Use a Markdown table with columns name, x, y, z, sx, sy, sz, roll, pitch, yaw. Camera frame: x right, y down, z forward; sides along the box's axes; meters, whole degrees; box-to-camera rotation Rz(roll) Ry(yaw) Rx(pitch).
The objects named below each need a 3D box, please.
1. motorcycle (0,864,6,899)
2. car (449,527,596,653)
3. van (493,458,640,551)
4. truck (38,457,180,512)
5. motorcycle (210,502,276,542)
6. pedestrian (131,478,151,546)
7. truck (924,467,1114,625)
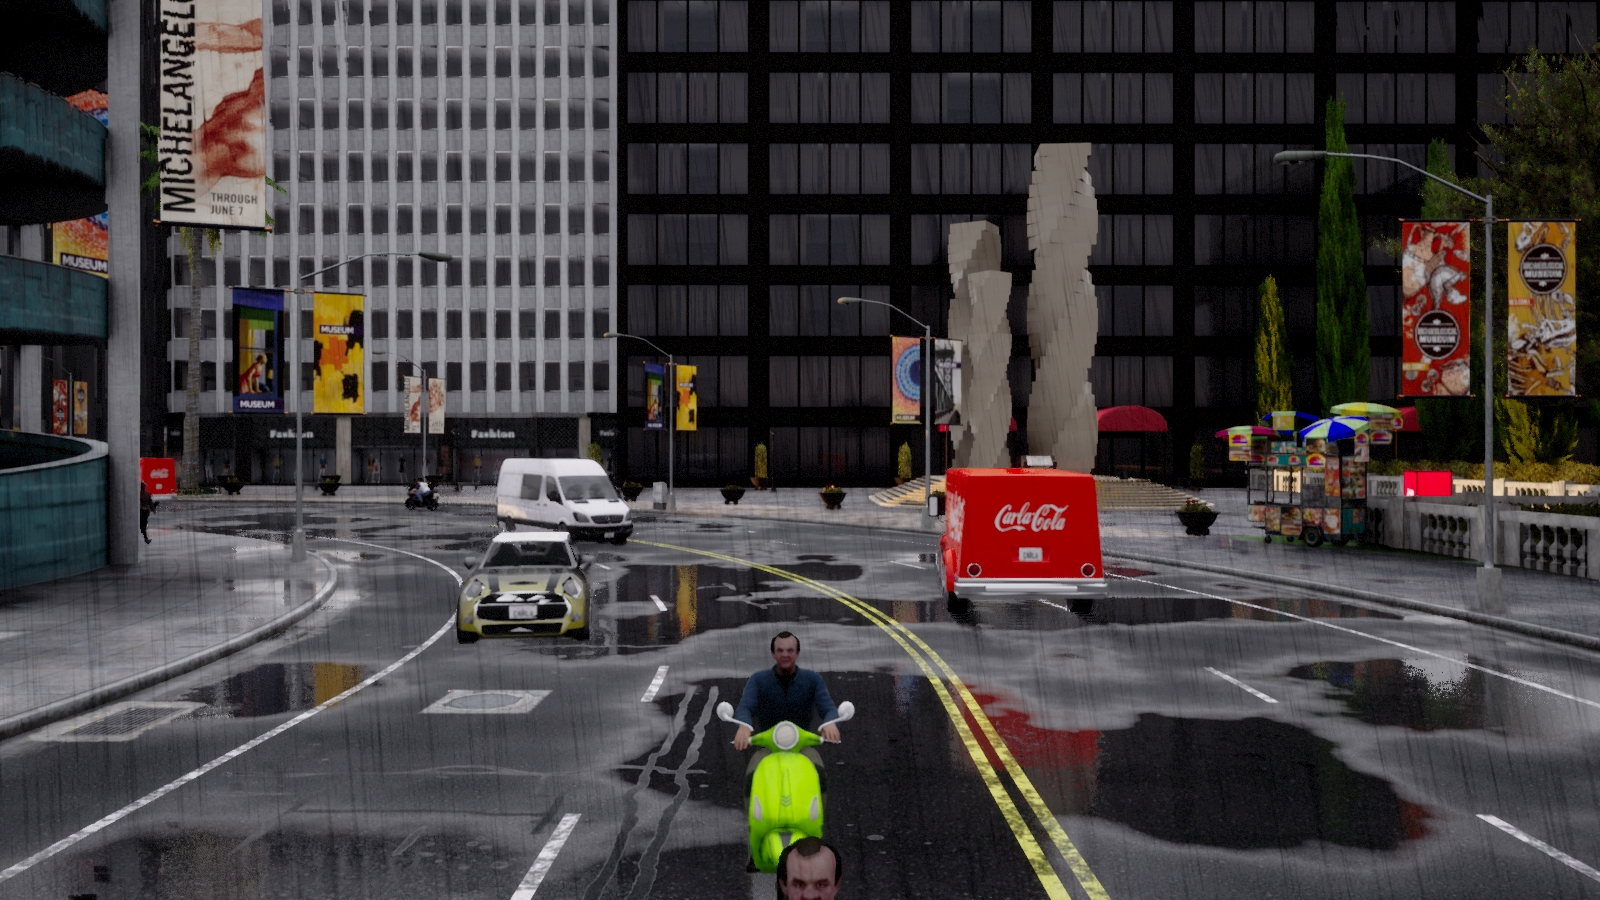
| name | x | y | z | sx | sy | sz | roll | pitch | yaw |
| --- | --- | --- | --- | --- | --- | --- | --- | --- | --- |
| motorcycle | -3.543 | 2.215 | 3.515 | 0.803 | 1.145 | 2.033 | 0 | 0 | 0 |
| car | -4.212 | 2.072 | 17.880 | 1.970 | 1.475 | 3.806 | 0 | 0 | -10 |
| van | -7.226 | 1.548 | 34.818 | 1.988 | 2.561 | 5.915 | 0 | 0 | -38 |
| truck | -32.361 | 1.589 | 53.584 | 5.204 | 2.467 | 2.627 | 0 | 0 | 8 |
| motorcycle | -17.339 | 2.227 | 35.556 | 2.033 | 1.145 | 0.803 | 0 | 0 | 28 |
| pedestrian | -18.196 | 1.709 | 31.548 | 0.375 | 1.860 | 0.375 | 0 | 0 | 35 |
| truck | 3.792 | 1.577 | 20.936 | 2.627 | 2.467 | 5.204 | 0 | 0 | 2 |
